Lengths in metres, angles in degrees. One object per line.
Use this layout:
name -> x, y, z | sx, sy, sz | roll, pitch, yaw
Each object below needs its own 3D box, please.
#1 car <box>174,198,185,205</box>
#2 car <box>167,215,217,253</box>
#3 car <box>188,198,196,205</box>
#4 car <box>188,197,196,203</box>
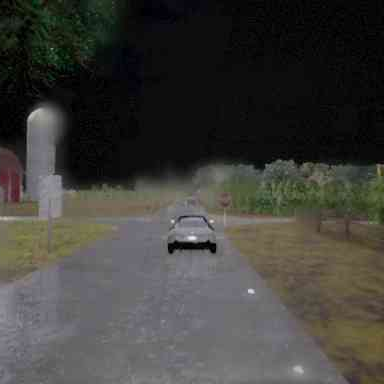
car -> -2.732, 2.128, 73.365 | 1.837, 1.490, 4.892 | 0, 0, 0
car -> 0.002, 1.698, 14.337 | 1.994, 1.385, 4.181 | 0, 0, 0
car -> 0.019, 2.114, 75.634 | 1.882, 1.535, 5.008 | 0, 0, 0
car -> 0.022, 2.118, 86.891 | 1.994, 1.385, 4.181 | 0, 0, 0
